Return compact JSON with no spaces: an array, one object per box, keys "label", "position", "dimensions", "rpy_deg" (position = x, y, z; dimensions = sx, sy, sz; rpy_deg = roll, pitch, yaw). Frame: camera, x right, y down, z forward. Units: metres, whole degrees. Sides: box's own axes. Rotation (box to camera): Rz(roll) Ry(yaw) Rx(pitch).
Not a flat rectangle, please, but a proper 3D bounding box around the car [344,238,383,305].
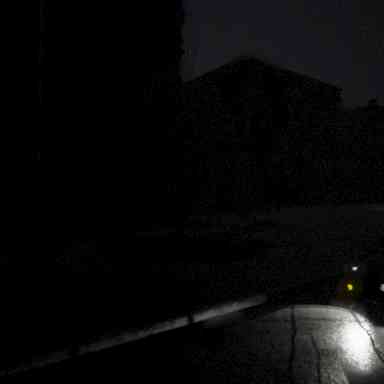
[{"label":"car","position":[5.076,1.486,6.996],"dimensions":[4.181,1.385,1.994],"rpy_deg":[-1,1,-35]}]
